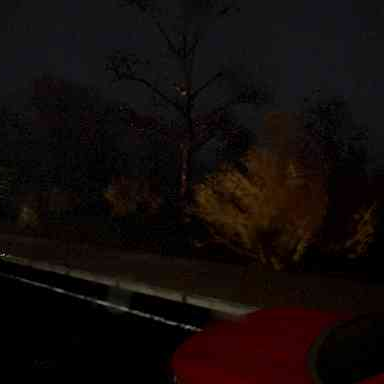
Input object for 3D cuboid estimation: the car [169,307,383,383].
[{"bbox_3d":[2.070,1.471,2.072,5.008,1.535,1.882,-1,-1,36],"label":"car"}]
